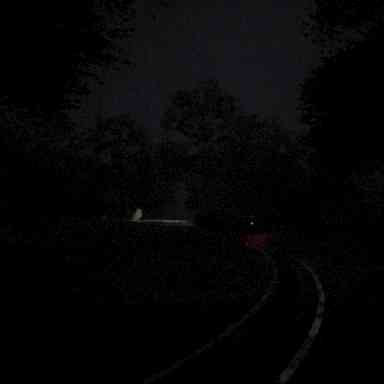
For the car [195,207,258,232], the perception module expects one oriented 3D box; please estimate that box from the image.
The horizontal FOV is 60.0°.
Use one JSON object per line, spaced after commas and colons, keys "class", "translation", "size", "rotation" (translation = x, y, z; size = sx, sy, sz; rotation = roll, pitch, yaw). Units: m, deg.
{"class": "car", "translation": [2.229, 1.792, 22.662], "size": [2.128, 1.511, 4.902], "rotation": [0, -1, -39]}
